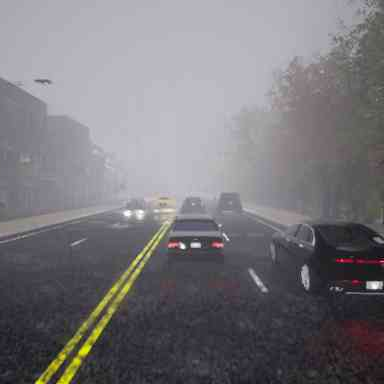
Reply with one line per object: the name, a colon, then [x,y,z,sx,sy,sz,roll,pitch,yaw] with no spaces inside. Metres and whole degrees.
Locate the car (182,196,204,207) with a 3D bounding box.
car: [0.096,1.150,31.851,2.097,1.767,4.553,0,0,0]

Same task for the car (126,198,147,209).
car: [-6.599,1.350,39.604,1.895,1.301,4.718,0,0,0]

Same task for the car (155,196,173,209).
car: [-3.345,1.221,40.442,1.882,1.535,5.008,0,0,0]

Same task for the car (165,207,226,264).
car: [0.098,1.474,11.524,2.033,1.411,5.357,0,0,0]

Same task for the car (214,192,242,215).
car: [3.345,1.022,31.366,2.150,2.045,5.566,0,0,0]

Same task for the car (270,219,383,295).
car: [3.348,1.450,8.521,1.837,1.490,4.892,0,0,0]
